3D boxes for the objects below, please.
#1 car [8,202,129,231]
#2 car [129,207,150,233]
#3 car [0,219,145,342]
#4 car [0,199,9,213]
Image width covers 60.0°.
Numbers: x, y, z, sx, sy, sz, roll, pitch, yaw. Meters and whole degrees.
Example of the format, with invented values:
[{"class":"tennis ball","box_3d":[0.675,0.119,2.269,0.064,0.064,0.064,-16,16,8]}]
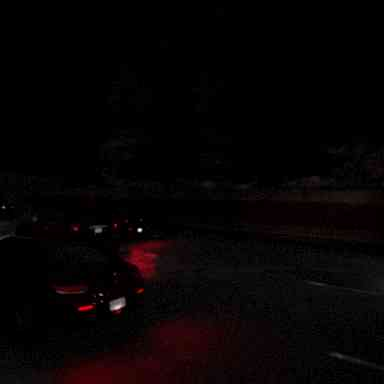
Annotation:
[{"class":"car","box_3d":[-4.743,1.295,12.461,4.553,1.767,2.097,0,0,40]},{"class":"car","box_3d":[-4.163,1.442,16.582,4.892,1.490,1.837,0,0,41]},{"class":"car","box_3d":[-2.927,1.494,6.400,4.674,1.442,1.812,0,0,38]},{"class":"car","box_3d":[-17.708,1.367,30.503,2.033,1.411,5.357,0,0,-40]}]
